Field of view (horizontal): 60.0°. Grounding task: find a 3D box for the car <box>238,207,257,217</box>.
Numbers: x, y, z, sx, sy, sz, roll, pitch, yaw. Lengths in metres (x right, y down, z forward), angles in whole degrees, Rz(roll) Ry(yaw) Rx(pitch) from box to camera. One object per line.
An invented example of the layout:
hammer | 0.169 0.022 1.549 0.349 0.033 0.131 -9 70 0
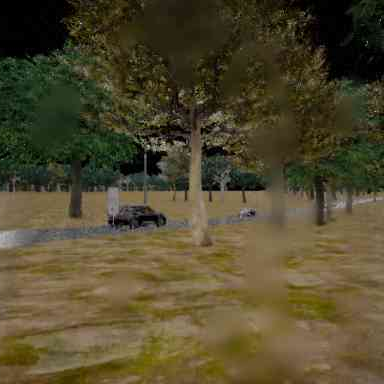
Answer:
car | 9.400 3.345 55.922 2.128 1.511 4.902 -2 -2 33

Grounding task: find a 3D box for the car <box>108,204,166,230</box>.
car | -4.510 2.046 27.837 2.150 2.045 5.566 -2 -3 33
